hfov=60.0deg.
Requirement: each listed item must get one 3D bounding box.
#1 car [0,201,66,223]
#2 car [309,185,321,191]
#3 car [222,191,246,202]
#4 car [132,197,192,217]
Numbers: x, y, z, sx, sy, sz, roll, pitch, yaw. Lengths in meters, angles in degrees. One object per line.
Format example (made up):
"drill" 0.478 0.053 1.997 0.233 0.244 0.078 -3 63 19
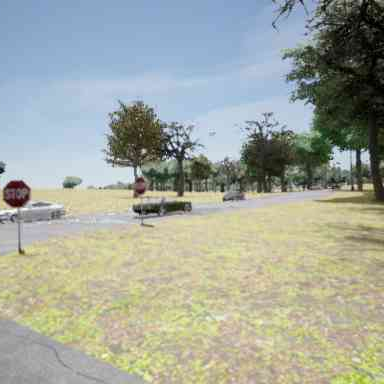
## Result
"car" -11.022 1.342 22.913 1.812 1.442 4.674 -3 0 34
"car" 31.356 -0.955 84.769 1.994 1.385 4.181 -3 1 35
"car" 6.058 0.670 47.848 1.837 1.490 4.892 -3 1 34
"car" -1.962 1.002 23.765 1.895 1.301 4.718 -3 -1 34
